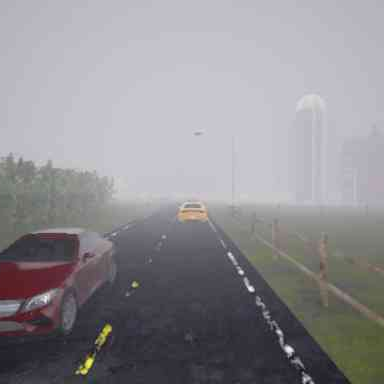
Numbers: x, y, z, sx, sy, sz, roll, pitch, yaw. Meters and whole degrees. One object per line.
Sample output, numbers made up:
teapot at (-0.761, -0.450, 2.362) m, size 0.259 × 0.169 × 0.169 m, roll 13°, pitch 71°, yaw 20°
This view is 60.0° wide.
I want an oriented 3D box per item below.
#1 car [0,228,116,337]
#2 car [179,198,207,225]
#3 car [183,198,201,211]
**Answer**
car at (-2.837, 1.527, 6.831) m, size 1.812 × 1.442 × 4.674 m, roll 0°, pitch 0°, yaw 0°
car at (0.049, 1.486, 24.334) m, size 1.882 × 1.535 × 5.008 m, roll 0°, pitch 0°, yaw 0°
car at (-0.005, 1.517, 42.878) m, size 2.128 × 1.511 × 4.902 m, roll 0°, pitch 0°, yaw 0°
